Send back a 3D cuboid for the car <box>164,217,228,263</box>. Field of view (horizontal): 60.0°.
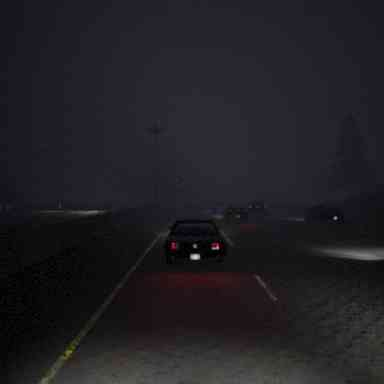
[{"bbox_3d":[0.100,1.654,12.123,1.895,1.301,4.718,0,0,0],"label":"car"}]

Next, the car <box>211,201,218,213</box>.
[{"bbox_3d":[3.601,1.938,43.571,1.882,1.535,5.008,0,-1,0],"label":"car"}]

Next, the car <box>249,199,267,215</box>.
[{"bbox_3d":[7.101,1.711,38.044,2.097,1.767,4.553,0,-1,0],"label":"car"}]

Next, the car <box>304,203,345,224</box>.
[{"bbox_3d":[10.600,1.699,26.979,1.837,1.490,4.892,0,-1,0],"label":"car"}]

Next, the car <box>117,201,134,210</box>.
[{"bbox_3d":[-10.500,2.199,53.235,1.812,1.442,4.674,0,-2,0],"label":"car"}]

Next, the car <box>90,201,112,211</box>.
[{"bbox_3d":[-14.006,2.147,52.618,2.128,1.511,4.902,0,-1,0],"label":"car"}]

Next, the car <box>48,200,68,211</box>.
[{"bbox_3d":[-21.005,2.008,52.787,2.097,1.767,4.553,0,-1,0],"label":"car"}]

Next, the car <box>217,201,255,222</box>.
[{"bbox_3d":[3.600,1.702,28.090,2.128,1.511,4.902,0,-1,0],"label":"car"}]

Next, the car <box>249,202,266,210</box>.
[{"bbox_3d":[10.601,2.287,54.121,1.895,1.301,4.718,0,-1,0],"label":"car"}]

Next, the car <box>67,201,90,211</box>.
[{"bbox_3d":[-17.502,2.212,53.057,2.033,1.411,5.357,0,-1,0],"label":"car"}]

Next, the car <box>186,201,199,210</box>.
[{"bbox_3d":[0.101,2.240,55.200,1.812,1.442,4.674,0,-2,0],"label":"car"}]
